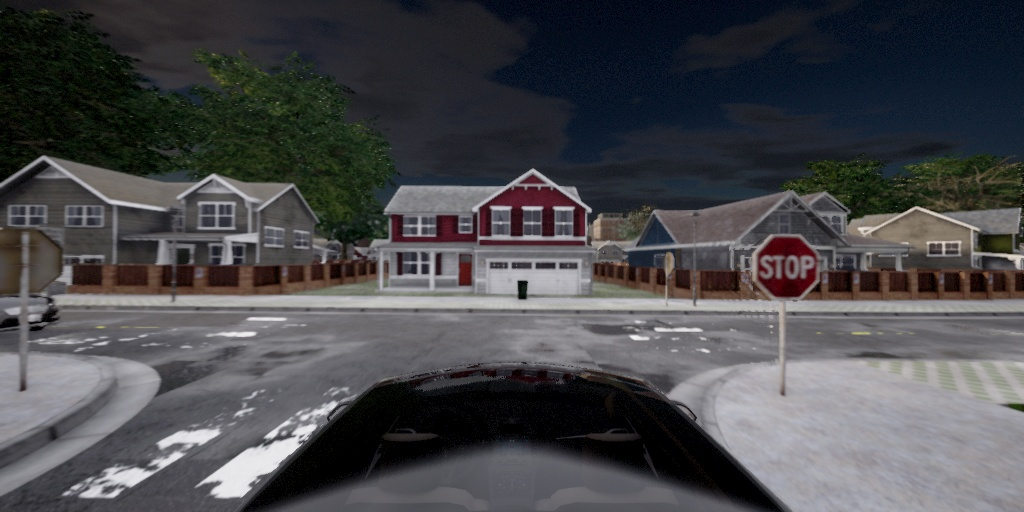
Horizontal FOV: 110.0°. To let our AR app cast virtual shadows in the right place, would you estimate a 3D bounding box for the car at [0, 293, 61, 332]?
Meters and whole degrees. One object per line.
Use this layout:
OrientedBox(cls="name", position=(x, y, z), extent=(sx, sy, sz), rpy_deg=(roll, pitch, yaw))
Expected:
OrientedBox(cls="car", position=(-13.790, 1.179, 8.442), extent=(4.902, 1.511, 2.128), rpy_deg=(1, -1, 0))
